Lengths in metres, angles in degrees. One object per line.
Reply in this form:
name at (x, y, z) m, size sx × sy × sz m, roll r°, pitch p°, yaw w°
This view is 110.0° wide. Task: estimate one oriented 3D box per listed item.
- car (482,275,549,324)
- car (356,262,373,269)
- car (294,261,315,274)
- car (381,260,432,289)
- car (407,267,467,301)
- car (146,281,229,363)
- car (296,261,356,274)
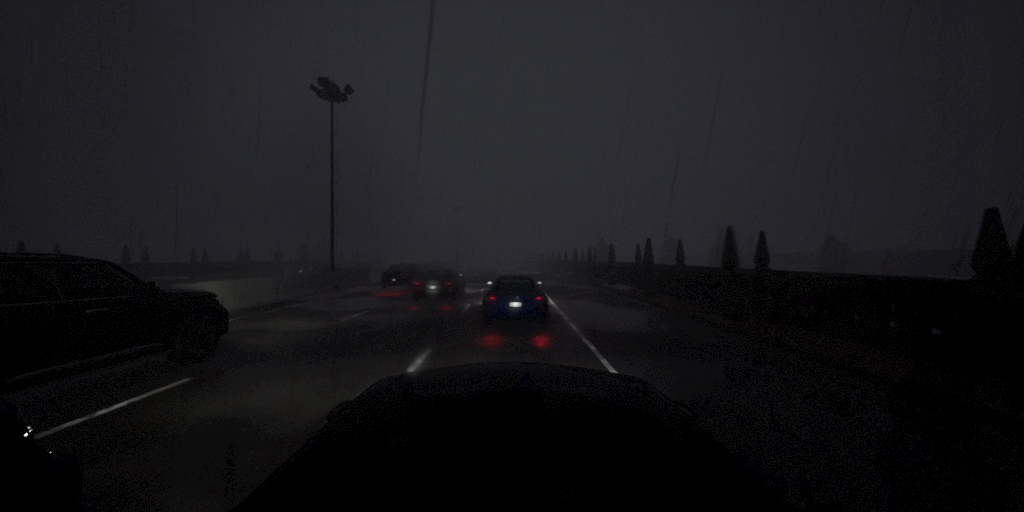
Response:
car at (0.096, 1.318, 11.978) m, size 1.994 × 1.385 × 4.181 m, roll 0°, pitch 0°, yaw 0°
car at (-17.594, 1.366, 41.283) m, size 1.994 × 1.385 × 4.181 m, roll 0°, pitch 0°, yaw 0°
car at (-21.095, 1.285, 38.242) m, size 2.128 × 1.511 × 4.902 m, roll 0°, pitch 0°, yaw 0°
car at (-6.907, 1.242, 23.418) m, size 1.882 × 1.535 × 5.008 m, roll 0°, pitch 0°, yaw 0°
car at (-3.404, 1.322, 17.411) m, size 1.994 × 1.385 × 4.181 m, roll 0°, pitch 0°, yaw 0°
car at (-6.901, 0.973, 4.983) m, size 2.150 × 2.045 × 5.566 m, roll 0°, pitch 0°, yaw 0°
car at (-14.102, 1.335, 27.490) m, size 1.994 × 1.385 × 4.181 m, roll 0°, pitch 0°, yaw 0°
